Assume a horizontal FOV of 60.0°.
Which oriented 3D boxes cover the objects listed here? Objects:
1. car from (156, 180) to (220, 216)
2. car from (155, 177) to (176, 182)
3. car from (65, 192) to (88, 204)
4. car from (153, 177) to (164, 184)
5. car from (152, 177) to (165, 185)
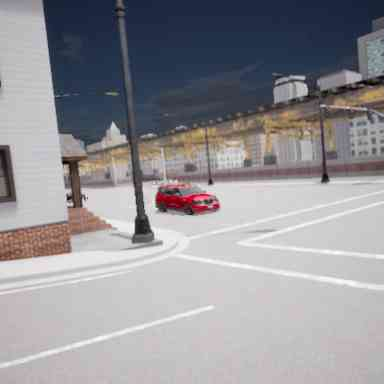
[{"bbox_3d":[-0.473,0.504,22.797,2.150,2.045,5.566,-8,6,-35],"label":"car"},{"bbox_3d":[-5.983,-3.005,82.514,4.536,1.218,1.853,-4,4,19],"label":"car"},{"bbox_3d":[-15.643,0.617,44.452,2.033,1.411,5.357,-8,5,-35],"label":"car"},{"bbox_3d":[-8.679,-3.009,86.348,1.853,1.218,4.536,-5,4,9],"label":"car"},{"bbox_3d":[-8.672,-2.848,86.308,2.038,1.542,4.974,-5,4,9],"label":"car"}]
